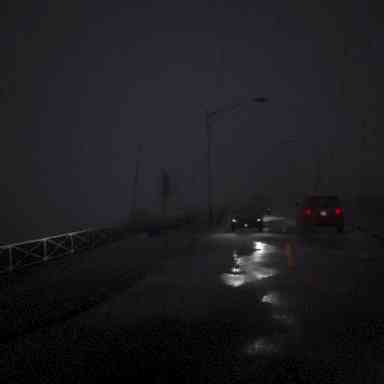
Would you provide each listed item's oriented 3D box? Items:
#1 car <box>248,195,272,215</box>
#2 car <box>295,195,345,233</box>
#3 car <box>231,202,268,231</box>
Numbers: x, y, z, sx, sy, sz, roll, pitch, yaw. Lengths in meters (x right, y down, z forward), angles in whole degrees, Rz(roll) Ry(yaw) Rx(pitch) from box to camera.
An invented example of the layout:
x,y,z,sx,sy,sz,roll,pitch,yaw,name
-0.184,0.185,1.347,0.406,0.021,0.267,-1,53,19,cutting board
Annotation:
x,y,z,sx,sy,sz,roll,pitch,yaw,name
7.262,1.298,35.319,2.150,2.045,5.566,-2,-1,15,car
7.314,1.181,19.304,2.150,2.045,5.566,-2,-1,15,car
3.607,1.600,21.079,1.812,1.442,4.674,-2,-1,14,car
